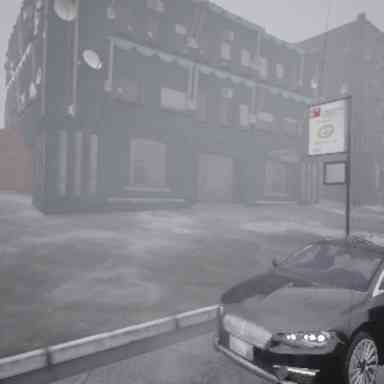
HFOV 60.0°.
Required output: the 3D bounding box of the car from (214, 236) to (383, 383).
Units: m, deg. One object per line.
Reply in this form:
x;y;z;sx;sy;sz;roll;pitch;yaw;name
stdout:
2.546;1.508;5.202;4.902;1.511;2.128;0;0;-36;car
